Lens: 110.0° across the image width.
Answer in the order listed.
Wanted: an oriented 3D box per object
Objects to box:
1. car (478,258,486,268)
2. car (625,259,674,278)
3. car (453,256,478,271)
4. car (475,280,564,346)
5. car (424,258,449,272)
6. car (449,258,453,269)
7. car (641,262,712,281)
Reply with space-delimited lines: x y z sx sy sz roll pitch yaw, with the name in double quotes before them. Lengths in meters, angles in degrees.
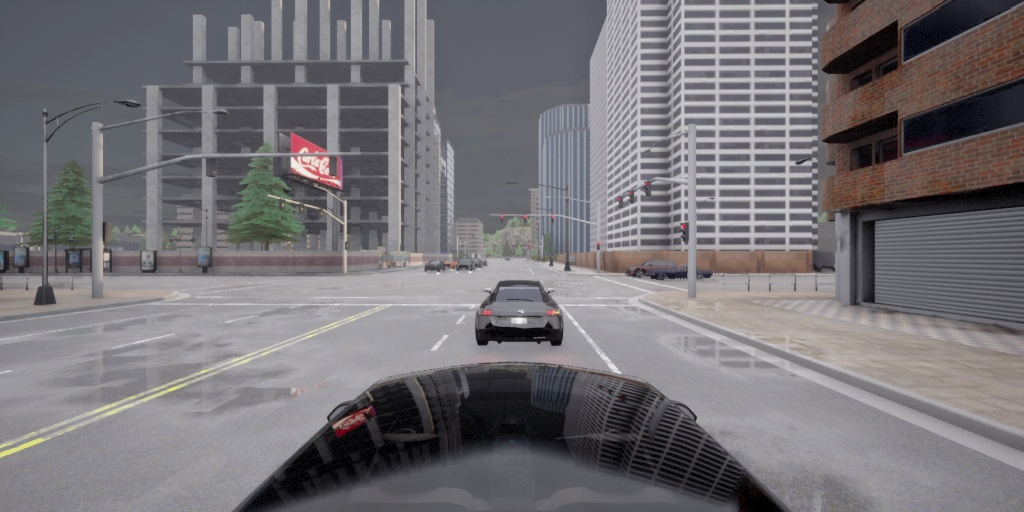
"car" -6.056 1.102 59.031 2.097 1.767 4.553 0 0 1
"car" 12.682 1.102 32.439 4.553 1.767 2.097 0 0 2
"car" -6.253 1.102 48.848 2.097 1.767 4.553 0 0 1
"car" 0.194 1.314 9.452 1.994 1.385 4.181 0 0 1
"car" -9.811 1.228 45.995 1.882 1.535 5.008 0 0 1
"car" -9.640 1.102 55.026 2.097 1.767 4.553 0 0 1
"car" 13.319 1.351 28.886 4.718 1.301 1.895 0 0 1
